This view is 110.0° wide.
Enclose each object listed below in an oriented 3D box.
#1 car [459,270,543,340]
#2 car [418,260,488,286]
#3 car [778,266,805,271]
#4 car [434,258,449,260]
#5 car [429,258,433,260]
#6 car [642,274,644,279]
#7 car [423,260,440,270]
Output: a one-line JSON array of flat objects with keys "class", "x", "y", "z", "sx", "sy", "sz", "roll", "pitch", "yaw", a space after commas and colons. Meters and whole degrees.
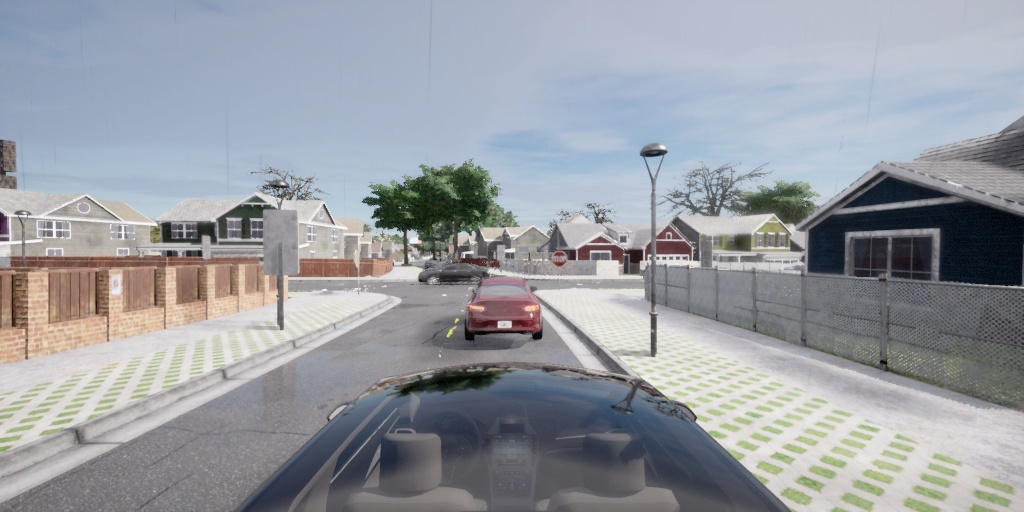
[{"class": "car", "x": -0.254, "y": 1.274, "z": 9.831, "sx": 1.812, "sy": 1.442, "sz": 4.674, "roll": 0, "pitch": 0, "yaw": -2}, {"class": "car", "x": -4.033, "y": 1.258, "z": 25.080, "sx": 4.892, "sy": 1.490, "sz": 1.837, "roll": 0, "pitch": 0, "yaw": -11}, {"class": "car", "x": 26.049, "y": 1.583, "z": 32.777, "sx": 4.181, "sy": 1.385, "sz": 1.994, "roll": 1, "pitch": 1, "yaw": -17}, {"class": "car", "x": -6.994, "y": 1.270, "z": 36.818, "sx": 1.837, "sy": 1.490, "sz": 4.892, "roll": 0, "pitch": 0, "yaw": -13}, {"class": "car", "x": -9.462, "y": 1.275, "z": 46.450, "sx": 1.837, "sy": 1.490, "sz": 4.892, "roll": 0, "pitch": 0, "yaw": -16}, {"class": "car", "x": 12.698, "y": 1.451, "z": 28.880, "sx": 4.181, "sy": 1.385, "sz": 1.994, "roll": 1, "pitch": 1, "yaw": -15}, {"class": "car", "x": -12.710, "y": 1.322, "z": 56.570, "sx": 2.033, "sy": 1.411, "sz": 5.357, "roll": 0, "pitch": 0, "yaw": -19}]
